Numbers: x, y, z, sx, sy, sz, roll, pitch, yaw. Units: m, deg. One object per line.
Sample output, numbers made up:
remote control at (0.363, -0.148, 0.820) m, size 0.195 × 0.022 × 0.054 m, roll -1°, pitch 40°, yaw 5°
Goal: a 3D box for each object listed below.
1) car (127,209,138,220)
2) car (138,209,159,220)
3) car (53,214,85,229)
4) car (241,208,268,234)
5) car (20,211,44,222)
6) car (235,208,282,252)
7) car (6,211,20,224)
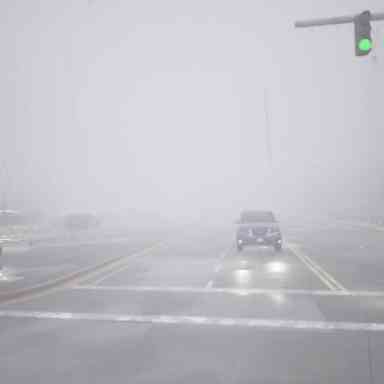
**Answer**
car at (-10.148, 3.966, 58.971) m, size 1.905 × 1.878 × 3.866 m, roll -1°, pitch -3°, yaw 10°
car at (-7.305, 3.891, 58.430) m, size 1.932 × 1.855 × 4.605 m, roll -1°, pitch -3°, yaw 10°
car at (-15.768, 3.564, 42.215) m, size 1.970 × 1.475 × 3.806 m, roll -1°, pitch -3°, yaw 10°
car at (5.651, 2.498, 30.293) m, size 2.150 × 2.045 × 5.566 m, roll -1°, pitch -2°, yaw 10°
car at (-29.492, 4.438, 62.240) m, size 1.905 × 1.878 × 3.866 m, roll -1°, pitch -3°, yaw 10°
car at (3.625, 2.007, 18.265) m, size 2.150 × 2.045 × 5.566 m, roll -1°, pitch -3°, yaw 9°
car at (-32.339, 4.748, 62.728) m, size 1.970 × 1.475 × 3.806 m, roll -1°, pitch -3°, yaw 10°
